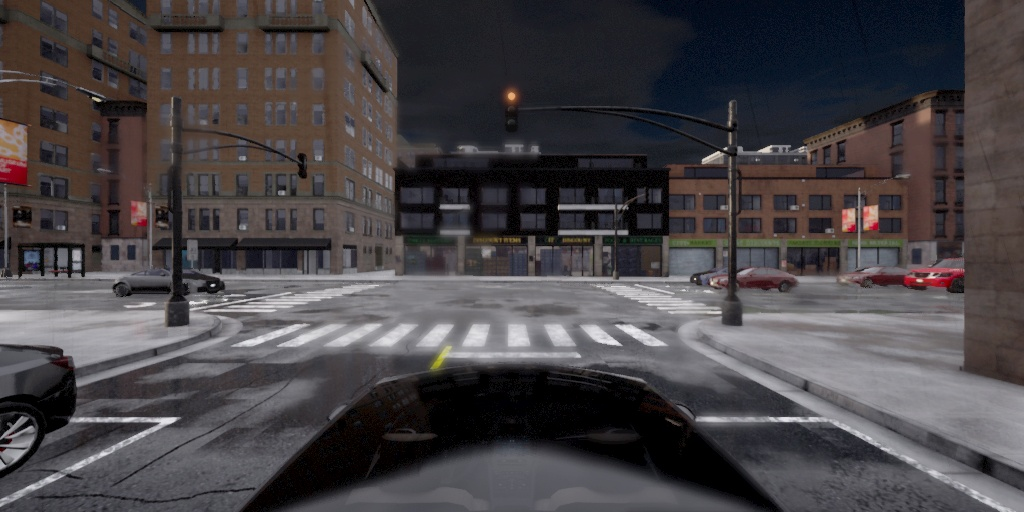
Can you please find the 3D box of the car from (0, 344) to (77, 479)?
[{"bbox_3d":[-5.387,1.316,1.927,1.948,1.339,4.313,0,0,0],"label":"car"}]

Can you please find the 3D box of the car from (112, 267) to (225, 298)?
[{"bbox_3d":[-16.537,1.241,17.411,4.181,1.385,1.994,0,0,-1],"label":"car"}]

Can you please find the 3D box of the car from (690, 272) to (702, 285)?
[{"bbox_3d":[14.396,1.394,24.285,4.181,1.385,1.994,0,0,0],"label":"car"}]

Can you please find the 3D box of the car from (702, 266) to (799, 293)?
[{"bbox_3d":[14.097,1.354,21.032,4.674,1.442,1.812,0,0,1],"label":"car"}]

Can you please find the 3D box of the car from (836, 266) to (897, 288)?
[{"bbox_3d":[24.813,1.410,24.329,4.674,1.442,1.812,0,0,0],"label":"car"}]

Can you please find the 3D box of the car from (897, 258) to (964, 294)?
[{"bbox_3d":[26.730,1.117,21.094,5.566,2.045,2.150,0,0,-1],"label":"car"}]
